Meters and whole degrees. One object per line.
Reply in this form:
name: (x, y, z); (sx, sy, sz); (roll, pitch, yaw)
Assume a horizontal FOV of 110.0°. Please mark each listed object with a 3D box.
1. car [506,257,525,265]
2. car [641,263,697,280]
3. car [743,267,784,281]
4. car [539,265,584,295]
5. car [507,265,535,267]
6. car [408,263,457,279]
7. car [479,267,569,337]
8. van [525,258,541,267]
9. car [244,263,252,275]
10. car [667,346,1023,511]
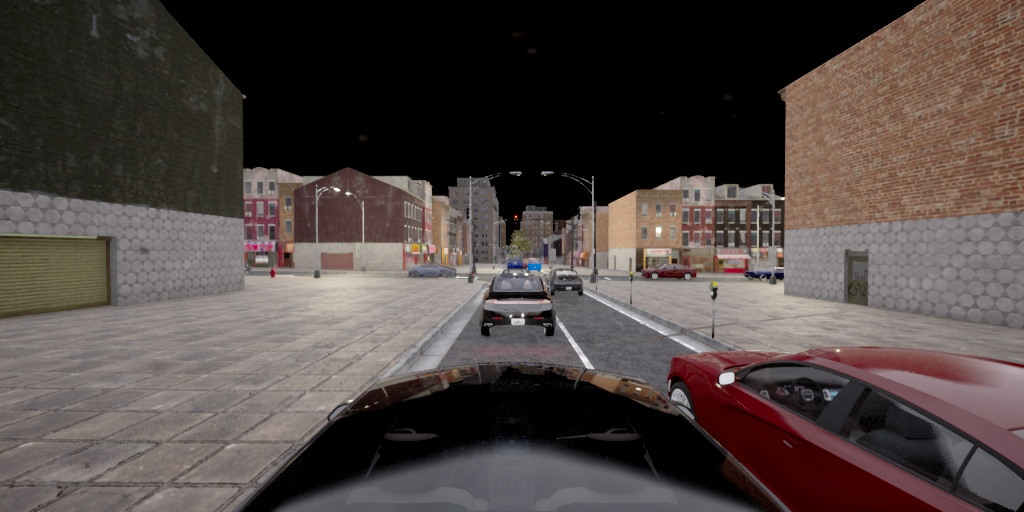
car: (0.407, 1.115, 50.421); (2.150, 2.045, 5.566); (0, 0, -1)
car: (14.863, 1.462, 34.152); (5.008, 1.535, 1.882); (1, 1, 0)
car: (24.823, 1.716, 34.087); (4.718, 1.301, 1.895); (1, 1, 0)
car: (2.723, 1.316, 19.263); (2.007, 1.370, 4.403); (0, 0, 0)
car: (0.219, 1.369, 20.396); (1.895, 1.301, 4.718); (0, 0, 1)
car: (-6.997, 1.294, 31.738); (4.181, 1.385, 1.994); (1, 1, -7)
car: (0.142, 1.243, 10.353); (2.128, 1.511, 4.902); (0, 0, 0)
van: (2.861, 1.210, 46.217); (1.690, 1.789, 3.998); (0, 0, 0)
car: (-25.570, 0.836, 31.481); (4.553, 1.767, 2.097); (1, 1, 0)
car: (2.637, 1.294, 2.387); (1.888, 1.381, 4.507); (0, 0, 0)
